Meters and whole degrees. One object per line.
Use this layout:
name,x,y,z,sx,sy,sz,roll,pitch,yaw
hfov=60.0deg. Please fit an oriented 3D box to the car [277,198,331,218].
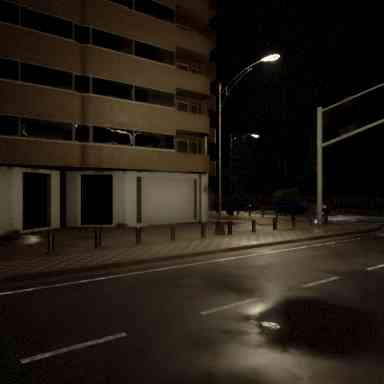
car,10.042,1.581,30.897,1.812,1.442,4.674,0,0,-37

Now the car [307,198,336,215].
car,12.222,1.407,33.829,2.097,1.767,4.553,0,0,-36

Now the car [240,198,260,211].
car,6.328,1.561,42.007,1.837,1.490,4.892,0,0,-36

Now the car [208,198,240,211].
car,2.923,1.602,40.743,2.033,1.411,5.357,0,0,-36
